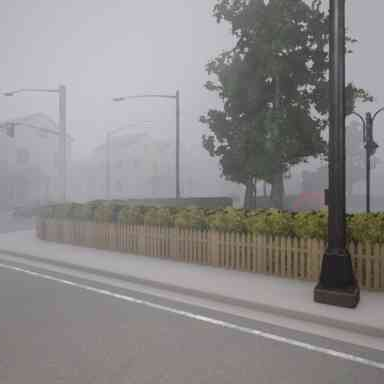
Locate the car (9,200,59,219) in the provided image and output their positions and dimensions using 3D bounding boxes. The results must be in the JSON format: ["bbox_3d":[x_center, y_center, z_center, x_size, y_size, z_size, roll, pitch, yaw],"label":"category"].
[{"bbox_3d":[-13.428,1.491,29.344,2.128,1.511,4.902,0,0,35],"label":"car"}]

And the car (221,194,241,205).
[{"bbox_3d":[6.449,1.327,57.756,2.150,2.045,5.566,0,0,35],"label":"car"}]
